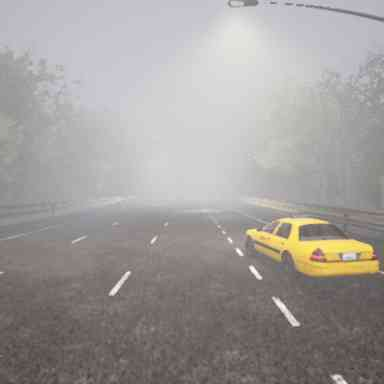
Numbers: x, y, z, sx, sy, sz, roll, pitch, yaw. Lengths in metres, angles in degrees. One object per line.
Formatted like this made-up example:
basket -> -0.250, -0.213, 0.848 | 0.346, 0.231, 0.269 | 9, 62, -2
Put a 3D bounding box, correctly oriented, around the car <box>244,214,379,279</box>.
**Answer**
car -> 3.110, 1.428, 10.027 | 1.801, 1.575, 5.366 | -1, 0, -10
